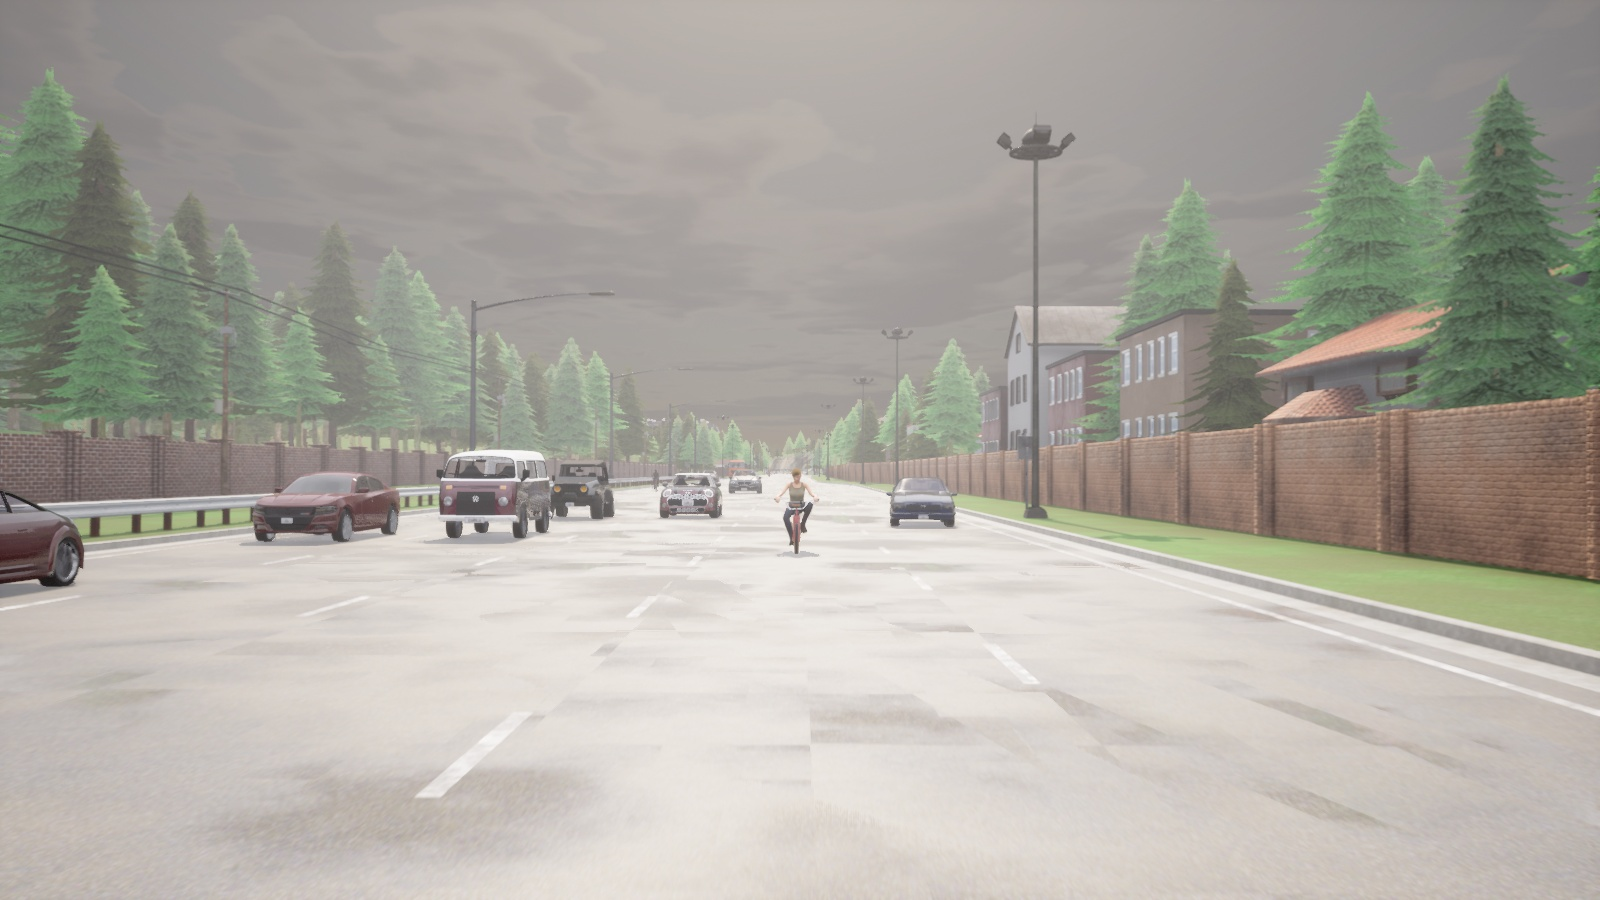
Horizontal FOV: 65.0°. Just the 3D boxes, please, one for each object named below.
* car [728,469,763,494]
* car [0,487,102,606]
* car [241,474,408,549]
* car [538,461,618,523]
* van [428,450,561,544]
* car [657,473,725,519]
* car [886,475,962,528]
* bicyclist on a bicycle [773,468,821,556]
[{"bbox_3d":[-3.714,2.117,86.228,2.242,1.667,4.611,0,-1,0],"label":"car"},{"bbox_3d":[-10.538,1.173,15.073,1.994,1.385,4.181,0,-1,0],"label":"car"},{"bbox_3d":[-10.571,1.310,28.370,1.882,1.535,5.008,0,-1,0],"label":"car"},{"bbox_3d":[-7.101,1.318,40.536,1.905,1.878,3.866,0,-1,0],"label":"car"},{"bbox_3d":[-7.075,1.061,29.567,2.069,2.038,4.480,0,-1,0],"label":"van"},{"bbox_3d":[-3.605,1.500,42.134,1.970,1.475,3.806,0,-1,0],"label":"car"},{"bbox_3d":[3.562,1.464,36.826,2.033,1.411,5.357,0,-1,4],"label":"car"},{"bbox_3d":[-0.053,1.151,23.853,0.866,1.612,1.509,0,-1,0],"label":"bicyclist on a bicycle"}]
